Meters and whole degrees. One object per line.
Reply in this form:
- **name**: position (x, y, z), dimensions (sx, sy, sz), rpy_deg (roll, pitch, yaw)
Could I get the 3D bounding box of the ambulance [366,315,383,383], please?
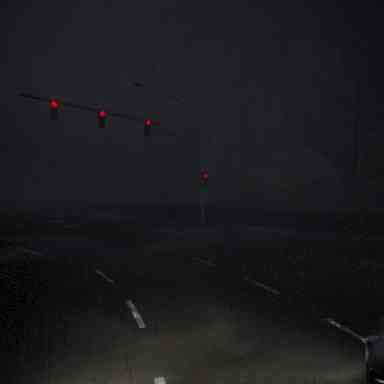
- **ambulance**: position (3.975, 1.031, 0.776), dimensions (6.366, 2.431, 2.351), rpy_deg (0, 0, 43)
